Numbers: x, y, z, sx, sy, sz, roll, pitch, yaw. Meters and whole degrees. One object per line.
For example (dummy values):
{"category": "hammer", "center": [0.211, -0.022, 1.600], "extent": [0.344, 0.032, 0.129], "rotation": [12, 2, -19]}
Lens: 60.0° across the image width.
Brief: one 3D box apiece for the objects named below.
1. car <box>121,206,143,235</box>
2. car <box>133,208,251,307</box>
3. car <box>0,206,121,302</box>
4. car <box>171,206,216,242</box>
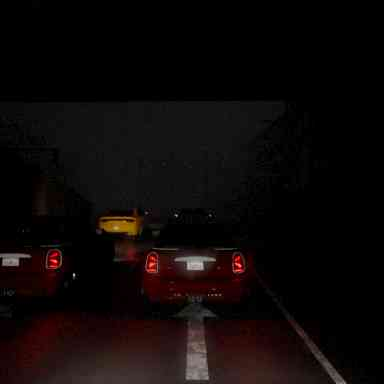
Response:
{"category": "car", "center": [-3.431, 1.478, 17.529], "extent": [1.882, 1.535, 5.008], "rotation": [0, 0, 0]}
{"category": "car", "center": [0.067, 1.352, 8.113], "extent": [2.097, 1.767, 4.553], "rotation": [0, 0, 0]}
{"category": "car", "center": [-3.428, 1.352, 8.440], "extent": [2.097, 1.767, 4.553], "rotation": [0, 0, 0]}
{"category": "car", "center": [0.070, 1.547, 17.639], "extent": [2.033, 1.411, 5.357], "rotation": [0, 0, 0]}
